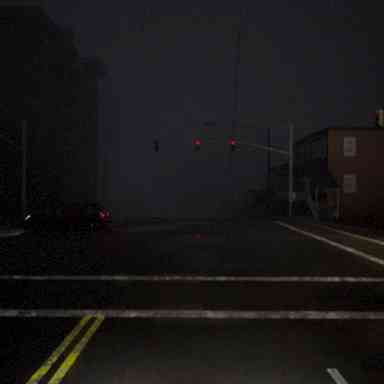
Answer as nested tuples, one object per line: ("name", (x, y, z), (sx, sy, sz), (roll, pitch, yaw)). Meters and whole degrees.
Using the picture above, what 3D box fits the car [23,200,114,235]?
("car", (-6.706, 1.313, 18.229), (4.553, 1.767, 2.097), (0, 0, 1))
